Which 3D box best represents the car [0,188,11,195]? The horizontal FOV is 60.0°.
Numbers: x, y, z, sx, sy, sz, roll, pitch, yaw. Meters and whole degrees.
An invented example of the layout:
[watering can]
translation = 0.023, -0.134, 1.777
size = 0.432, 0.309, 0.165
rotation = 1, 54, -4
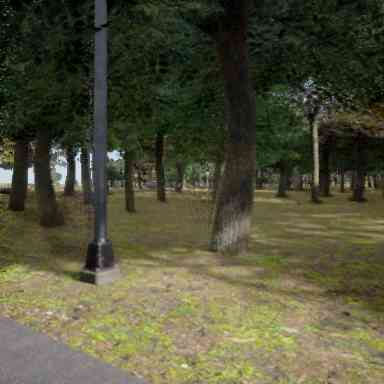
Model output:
[car]
translation = -39.094, -0.068, 68.533
size = 1.837, 1.490, 4.892
rotation = -1, 1, 34
